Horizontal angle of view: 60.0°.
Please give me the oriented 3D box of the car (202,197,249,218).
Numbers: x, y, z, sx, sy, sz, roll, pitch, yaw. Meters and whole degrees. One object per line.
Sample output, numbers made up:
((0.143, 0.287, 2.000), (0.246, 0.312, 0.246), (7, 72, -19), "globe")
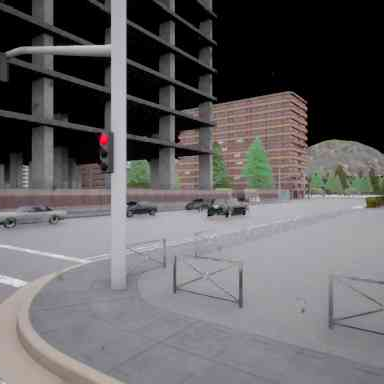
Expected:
((3.230, 1.296, 29.260), (2.097, 1.767, 4.553), (0, 0, 35), "car")

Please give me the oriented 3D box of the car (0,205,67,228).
((-10.817, 1.545, 21.886), (1.895, 1.301, 4.718), (0, 0, 35), "car")

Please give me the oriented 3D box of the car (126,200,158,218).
((-5.042, 1.470, 30.019), (1.812, 1.442, 4.674), (0, 0, 36), "car")

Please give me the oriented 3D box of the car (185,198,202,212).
((1.098, 1.449, 38.688), (1.837, 1.490, 4.892), (0, 0, 35), "car")
